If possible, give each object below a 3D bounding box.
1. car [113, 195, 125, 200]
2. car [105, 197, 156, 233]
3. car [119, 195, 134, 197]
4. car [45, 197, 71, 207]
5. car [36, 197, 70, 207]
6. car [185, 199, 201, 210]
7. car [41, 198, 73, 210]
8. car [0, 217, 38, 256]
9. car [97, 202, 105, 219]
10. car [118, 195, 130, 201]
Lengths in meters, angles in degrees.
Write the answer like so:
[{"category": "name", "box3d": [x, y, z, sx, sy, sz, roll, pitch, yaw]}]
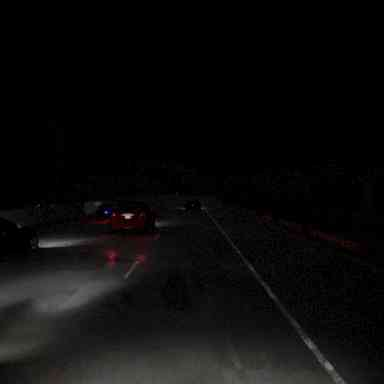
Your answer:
[{"category": "car", "box3d": [-20.438, 1.528, 93.439, 2.128, 1.511, 4.902, 0, 0, 2]}, {"category": "car", "box3d": [-3.402, 1.356, 19.794, 2.097, 1.767, 4.553, 0, 0, 0]}, {"category": "car", "box3d": [-13.954, 1.370, 73.465, 2.097, 1.767, 4.553, 0, 0, 1]}, {"category": "car", "box3d": [-21.062, 1.558, 52.525, 2.033, 1.411, 5.357, 0, 0, 1]}, {"category": "car", "box3d": [-14.096, 1.359, 33.932, 2.097, 1.767, 4.553, 0, 0, 0]}, {"category": "car", "box3d": [0.097, 1.572, 42.601, 1.994, 1.385, 4.181, 0, 0, 0]}, {"category": "car", "box3d": [-17.594, 1.557, 43.607, 2.033, 1.411, 5.357, 0, 0, 0]}, {"category": "car", "box3d": [-6.901, 1.528, 11.051, 1.812, 1.442, 4.674, 0, 0, 0]}, {"category": "car", "box3d": [-6.902, 1.484, 29.278, 1.882, 1.535, 5.008, 0, 0, 0]}, {"category": "car", "box3d": [-17.200, 1.538, 84.290, 2.128, 1.511, 4.902, 0, 0, 2]}]
